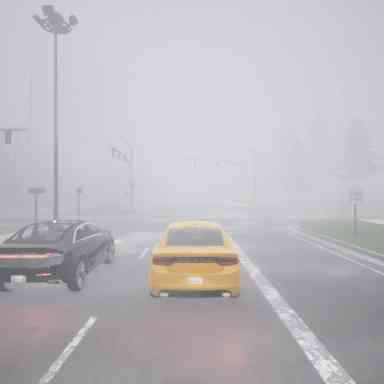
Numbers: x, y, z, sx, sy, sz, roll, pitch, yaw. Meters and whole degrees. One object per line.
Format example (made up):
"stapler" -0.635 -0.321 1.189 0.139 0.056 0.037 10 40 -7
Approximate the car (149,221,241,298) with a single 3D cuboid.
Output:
"car" 0.072 1.478 8.578 1.882 1.535 5.008 0 0 0

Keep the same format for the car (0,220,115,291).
"car" -3.420 1.492 8.962 2.128 1.511 4.902 0 0 0
